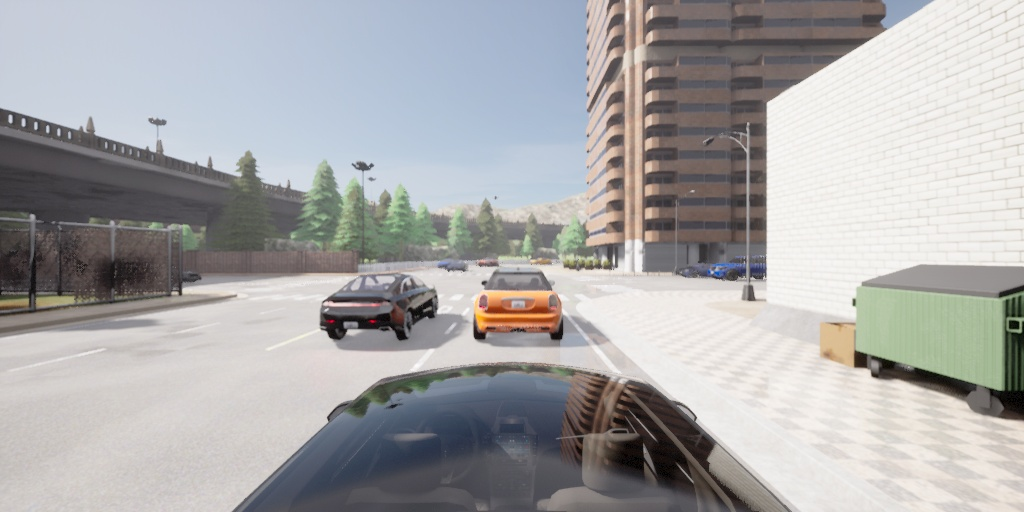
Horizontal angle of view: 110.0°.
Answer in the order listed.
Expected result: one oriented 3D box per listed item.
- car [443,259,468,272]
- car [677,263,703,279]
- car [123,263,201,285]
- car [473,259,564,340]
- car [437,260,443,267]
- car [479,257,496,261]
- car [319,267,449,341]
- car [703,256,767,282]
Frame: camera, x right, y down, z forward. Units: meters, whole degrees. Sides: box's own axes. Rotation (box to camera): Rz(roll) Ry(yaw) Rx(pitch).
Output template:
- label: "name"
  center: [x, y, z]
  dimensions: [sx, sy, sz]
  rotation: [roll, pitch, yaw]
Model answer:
- label: "car"
  center: [-6.561, 1.264, 43.305]
  dimensions: [1.994, 1.385, 4.181]
  rotation: [0, 0, 2]
- label: "car"
  center: [17.370, 1.331, 32.617]
  dimensions: [4.181, 1.385, 1.994]
  rotation: [0, 0, 1]
- label: "car"
  center: [-25.327, 1.283, 25.912]
  dimensions: [4.892, 1.490, 1.837]
  rotation: [0, 0, 1]
- label: "car"
  center: [0.164, 1.092, 10.090]
  dimensions: [2.097, 1.767, 4.553]
  rotation: [0, 0, 1]
- label: "car"
  center: [-9.410, 1.167, 52.625]
  dimensions: [1.882, 1.535, 5.008]
  rotation: [0, 0, 8]
- label: "car"
  center: [-3.999, 1.281, 60.395]
  dimensions: [1.895, 1.301, 4.718]
  rotation: [0, 0, 24]
- label: "car"
  center: [-3.337, 1.232, 9.915]
  dimensions: [2.128, 1.511, 4.902]
  rotation: [0, 0, 1]
- label: "car"
  center: [19.040, 0.992, 29.096]
  dimensions: [5.566, 2.045, 2.150]
  rotation: [0, 0, 1]
